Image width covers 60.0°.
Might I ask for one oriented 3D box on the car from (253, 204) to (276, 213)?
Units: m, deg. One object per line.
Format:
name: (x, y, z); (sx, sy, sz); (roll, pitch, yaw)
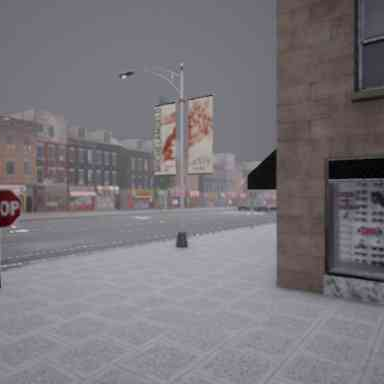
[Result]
car: (11.708, 2.453, 51.314); (1.895, 1.301, 4.718); (0, -1, 35)

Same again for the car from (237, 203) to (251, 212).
car: (9.054, 2.453, 53.190); (1.895, 1.301, 4.718); (0, -1, 35)
